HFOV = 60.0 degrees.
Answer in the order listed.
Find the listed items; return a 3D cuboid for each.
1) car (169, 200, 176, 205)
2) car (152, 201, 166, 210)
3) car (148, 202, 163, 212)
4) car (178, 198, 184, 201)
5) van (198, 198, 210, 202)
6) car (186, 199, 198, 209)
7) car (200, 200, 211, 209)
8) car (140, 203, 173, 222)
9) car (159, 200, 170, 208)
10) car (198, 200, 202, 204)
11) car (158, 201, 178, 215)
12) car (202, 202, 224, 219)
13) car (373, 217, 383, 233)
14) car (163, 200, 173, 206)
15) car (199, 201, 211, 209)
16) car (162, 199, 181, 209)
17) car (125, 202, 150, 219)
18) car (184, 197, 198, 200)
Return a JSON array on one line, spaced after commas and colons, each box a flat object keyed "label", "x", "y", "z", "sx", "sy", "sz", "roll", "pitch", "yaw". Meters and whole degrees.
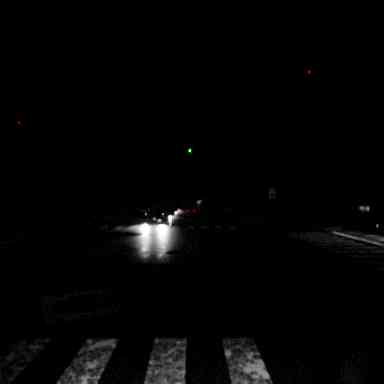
[{"label": "car", "x": -5.531, "y": 2.898, "z": 95.178, "sx": 1.802, "sy": 1.307, "sz": 4.206, "roll": 0, "pitch": -1, "yaw": 0}, {"label": "car", "x": -5.612, "y": 2.303, "z": 56.606, "sx": 2.008, "sy": 1.369, "sz": 4.403, "roll": 0, "pitch": -1, "yaw": 0}, {"label": "car", "x": -5.624, "y": 2.257, "z": 51.095, "sx": 1.802, "sy": 1.307, "sz": 4.206, "roll": 0, "pitch": -1, "yaw": 0}, {"label": "car", "x": -3.019, "y": 2.299, "z": 60.464, "sx": 2.128, "sy": 1.511, "sz": 4.902, "roll": 0, "pitch": -1, "yaw": 1}, {"label": "van", "x": 2.412, "y": 2.093, "z": 56.592, "sx": 1.690, "sy": 1.788, "sz": 3.998, "roll": 0, "pitch": -1, "yaw": 0}, {"label": "car", "x": -0.120, "y": 2.388, "z": 58.999, "sx": 1.895, "sy": 1.301, "sz": 4.718, "roll": 0, "pitch": -1, "yaw": 0}, {"label": "car", "x": 2.389, "y": 2.180, "z": 45.569, "sx": 1.802, "sy": 1.307, "sz": 4.206, "roll": 0, "pitch": -1, "yaw": 0}, {"label": "car", "x": -3.148, "y": 1.995, "z": 30.445, "sx": 1.895, "sy": 1.301, "sz": 4.718, "roll": 0, "pitch": -1, "yaw": 1}, {"label": "car", "x": -5.590, "y": 2.351, "z": 67.628, "sx": 1.967, "sy": 1.590, "sz": 4.097, "roll": 0, "pitch": -1, "yaw": 0}, {"label": "car", "x": 2.401, "y": 2.241, "z": 51.079, "sx": 1.947, "sy": 1.339, "sz": 4.313, "roll": 0, "pitch": -1, "yaw": 0}, {"label": "car", "x": -3.104, "y": 2.092, "z": 40.400, "sx": 1.994, "sy": 1.385, "sz": 4.181, "roll": 0, "pitch": -1, "yaw": 1}, {"label": "car", "x": 2.366, "y": 2.015, "z": 34.548, "sx": 1.947, "sy": 1.339, "sz": 4.313, "roll": 0, "pitch": -1, "yaw": 0}, {"label": "car", "x": 13.039, "y": 1.684, "z": 19.061, "sx": 4.892, "sy": 1.490, "sz": 1.837, "roll": 0, "pitch": -1, "yaw": 0}, {"label": "car", "x": -5.566, "y": 2.624, "z": 78.647, "sx": 2.008, "sy": 1.369, "sz": 4.403, "roll": 0, "pitch": -1, "yaw": 0}, {"label": "car", "x": 2.424, "y": 2.382, "z": 62.100, "sx": 2.008, "sy": 1.369, "sz": 4.403, "roll": 0, "pitch": -1, "yaw": 0}, {"label": "car", "x": -3.083, "y": 2.229, "z": 50.384, "sx": 1.994, "sy": 1.385, "sz": 4.181, "roll": 0, "pitch": -1, "yaw": 0}, {"label": "car", "x": -5.659, "y": 1.889, "z": 34.567, "sx": 1.967, "sy": 1.590, "sz": 4.097, "roll": 0, "pitch": -1, "yaw": 0}, {"label": "car", "x": -0.191, "y": 2.505, "z": 72.329, "sx": 2.128, "sy": 1.511, "sz": 4.902, "roll": 0, "pitch": -1, "yaw": 0}]
